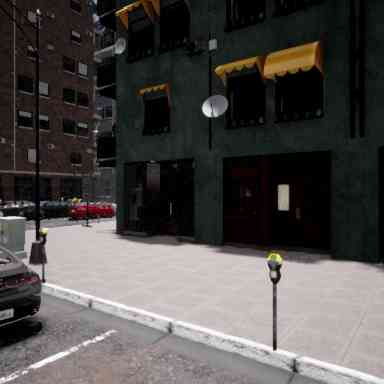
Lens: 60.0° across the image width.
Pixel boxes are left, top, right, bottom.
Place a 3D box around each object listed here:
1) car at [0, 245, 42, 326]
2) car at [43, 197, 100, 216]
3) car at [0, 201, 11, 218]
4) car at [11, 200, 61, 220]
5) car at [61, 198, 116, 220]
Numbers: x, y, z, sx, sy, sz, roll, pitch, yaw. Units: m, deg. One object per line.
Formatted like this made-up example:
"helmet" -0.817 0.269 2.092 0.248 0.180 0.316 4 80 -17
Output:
"car" -4.496 1.551 6.092 4.403 1.369 2.008 0 0 36
"car" -10.933 1.250 30.537 1.752 1.417 4.829 1 1 35
"car" -14.029 1.350 26.116 2.008 1.369 4.403 1 1 35
"car" -11.179 1.345 25.690 1.994 1.385 4.181 0 1 35
"car" -7.389 1.316 25.590 1.994 1.385 4.181 0 1 35
